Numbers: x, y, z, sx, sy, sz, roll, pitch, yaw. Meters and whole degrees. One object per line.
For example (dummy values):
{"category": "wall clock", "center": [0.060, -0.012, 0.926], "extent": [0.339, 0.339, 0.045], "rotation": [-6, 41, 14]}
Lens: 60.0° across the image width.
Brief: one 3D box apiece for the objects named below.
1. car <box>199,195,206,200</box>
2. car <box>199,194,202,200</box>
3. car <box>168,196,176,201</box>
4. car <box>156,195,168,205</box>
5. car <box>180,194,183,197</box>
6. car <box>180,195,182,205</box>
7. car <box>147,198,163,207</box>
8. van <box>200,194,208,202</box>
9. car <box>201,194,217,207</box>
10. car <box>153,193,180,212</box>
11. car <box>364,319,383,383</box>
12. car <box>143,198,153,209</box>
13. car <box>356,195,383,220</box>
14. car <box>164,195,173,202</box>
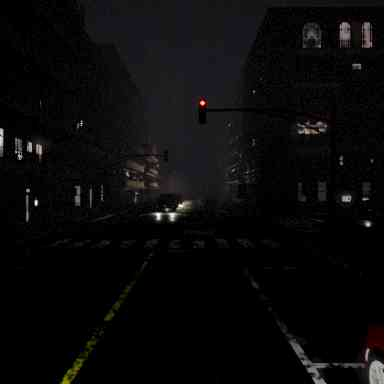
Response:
{"category": "car", "center": [2.946, 1.602, 95.027], "extent": [1.887, 1.381, 4.507], "rotation": [-1, 0, 0]}
{"category": "car", "center": [2.869, 1.578, 67.388], "extent": [2.008, 1.369, 4.403], "rotation": [-1, 0, 0]}
{"category": "car", "center": [-5.449, 1.632, 89.528], "extent": [1.802, 1.307, 4.206], "rotation": [-1, 0, 0]}
{"category": "car", "center": [-5.528, 1.462, 61.888], "extent": [1.967, 1.590, 4.097], "rotation": [-1, 0, 0]}
{"category": "car", "center": [-2.896, 1.244, 61.138], "extent": [2.150, 2.045, 5.566], "rotation": [0, 0, 0]}
{"category": "car", "center": [-2.956, 1.561, 50.390], "extent": [2.033, 1.411, 5.357], "rotation": [0, 0, 0]}
{"category": "car", "center": [-5.557, 1.580, 50.832], "extent": [1.947, 1.339, 4.313], "rotation": [0, 0, 0]}
{"category": "van", "center": [2.898, 1.379, 78.443], "extent": [1.690, 1.788, 3.998], "rotation": [-1, 0, 0]}
{"category": "car", "center": [2.822, 1.454, 50.804], "extent": [1.967, 1.590, 4.097], "rotation": [-1, 0, 0]}
{"category": "car", "center": [-2.989, 1.228, 40.085], "extent": [2.150, 2.045, 5.566], "rotation": [0, 0, 0]}
{"category": "car", "center": [2.687, 1.544, 1.805], "extent": [1.887, 1.381, 4.507], "rotation": [0, 0, 0]}
{"category": "car", "center": [-5.572, 1.561, 45.305], "extent": [2.008, 1.369, 4.403], "rotation": [0, 0, 0]}
{"category": "car", "center": [14.907, 1.206, 24.758], "extent": [5.008, 1.535, 1.882], "rotation": [-1, 0, -1]}
{"category": "car", "center": [-5.481, 1.563, 78.302], "extent": [1.752, 1.417, 4.829], "rotation": [-1, 0, 0]}
